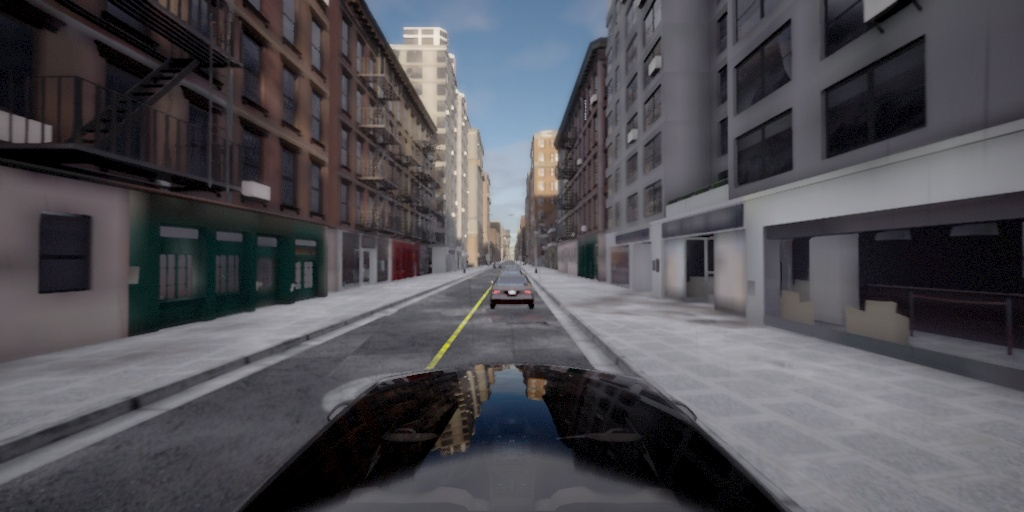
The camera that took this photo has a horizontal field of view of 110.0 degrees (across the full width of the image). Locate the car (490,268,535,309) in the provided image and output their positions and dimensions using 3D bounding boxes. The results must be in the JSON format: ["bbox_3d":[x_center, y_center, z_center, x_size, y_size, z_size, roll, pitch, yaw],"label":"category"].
[{"bbox_3d":[0.006,1.428,15.822,2.033,1.411,5.357,0,0,0],"label":"car"}]

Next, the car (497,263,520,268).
[{"bbox_3d":[0.010,1.563,30.821,2.033,1.411,5.357,0,0,0],"label":"car"}]
